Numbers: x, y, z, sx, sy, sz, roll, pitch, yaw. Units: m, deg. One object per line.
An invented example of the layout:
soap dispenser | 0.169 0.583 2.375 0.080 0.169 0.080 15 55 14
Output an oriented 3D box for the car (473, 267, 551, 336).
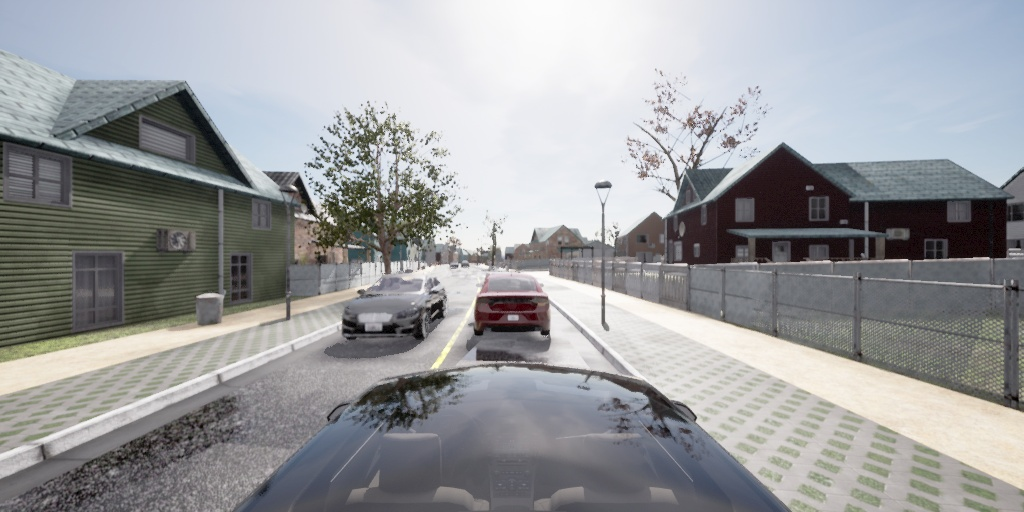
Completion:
car | -0.040 1.236 10.483 1.882 1.535 5.008 0 0 -2

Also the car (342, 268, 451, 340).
car | -2.983 1.249 10.027 2.128 1.511 4.902 0 0 -1
